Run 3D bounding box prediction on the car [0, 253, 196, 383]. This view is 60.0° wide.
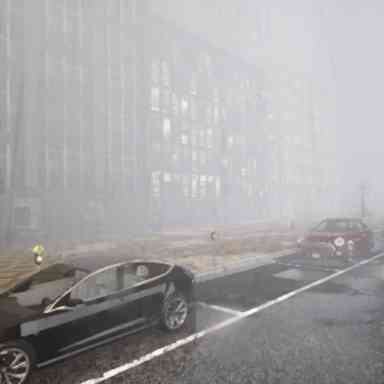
[{"bbox_3d":[-1.756,1.781,5.476,1.947,1.339,4.313,-3,-3,44],"label":"car"}]

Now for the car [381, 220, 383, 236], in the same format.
[{"bbox_3d":[13.484,2.089,21.465,2.008,1.369,4.403,-3,-3,44],"label":"car"}]

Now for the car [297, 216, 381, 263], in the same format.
[{"bbox_3d":[5.863,1.815,13.476,1.967,1.590,4.097,-3,-3,44],"label":"car"}]
